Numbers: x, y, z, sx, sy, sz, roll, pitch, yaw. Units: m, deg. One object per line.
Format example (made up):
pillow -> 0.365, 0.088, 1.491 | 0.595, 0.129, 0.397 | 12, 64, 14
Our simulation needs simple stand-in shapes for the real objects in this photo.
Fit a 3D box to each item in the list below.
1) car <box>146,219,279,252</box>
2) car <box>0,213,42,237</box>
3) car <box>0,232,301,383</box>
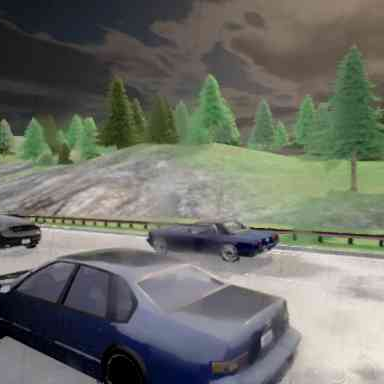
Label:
car -> 0.581, 1.657, 12.144 | 4.718, 1.301, 1.895 | -1, 0, 35
car -> -8.315, 1.639, 14.000 | 4.892, 1.490, 1.837 | 0, 0, 34
car -> -1.274, 1.581, 4.890 | 5.357, 1.411, 2.033 | -1, 0, 35
